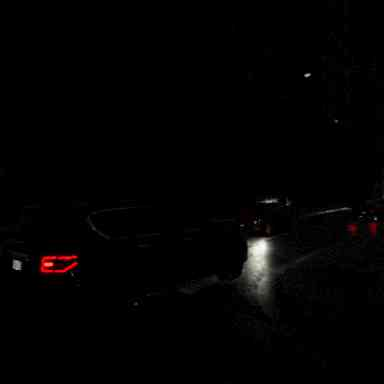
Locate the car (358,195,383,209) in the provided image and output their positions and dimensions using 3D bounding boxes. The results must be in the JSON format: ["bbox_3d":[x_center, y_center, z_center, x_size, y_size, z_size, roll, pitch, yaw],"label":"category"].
[{"bbox_3d":[20.967,1.093,38.691,1.837,1.490,4.892,-1,-1,40],"label":"car"}]

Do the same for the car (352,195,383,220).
[{"bbox_3d":[13.155,1.195,24.490,1.812,1.442,4.674,-1,0,39],"label":"car"}]

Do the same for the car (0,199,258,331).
[{"bbox_3d":[-0.955,1.149,7.112,2.150,2.045,5.566,-1,1,39],"label":"car"}]

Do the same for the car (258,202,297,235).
[{"bbox_3d":[3.972,1.311,17.878,1.882,1.535,5.008,-1,0,39],"label":"car"}]
